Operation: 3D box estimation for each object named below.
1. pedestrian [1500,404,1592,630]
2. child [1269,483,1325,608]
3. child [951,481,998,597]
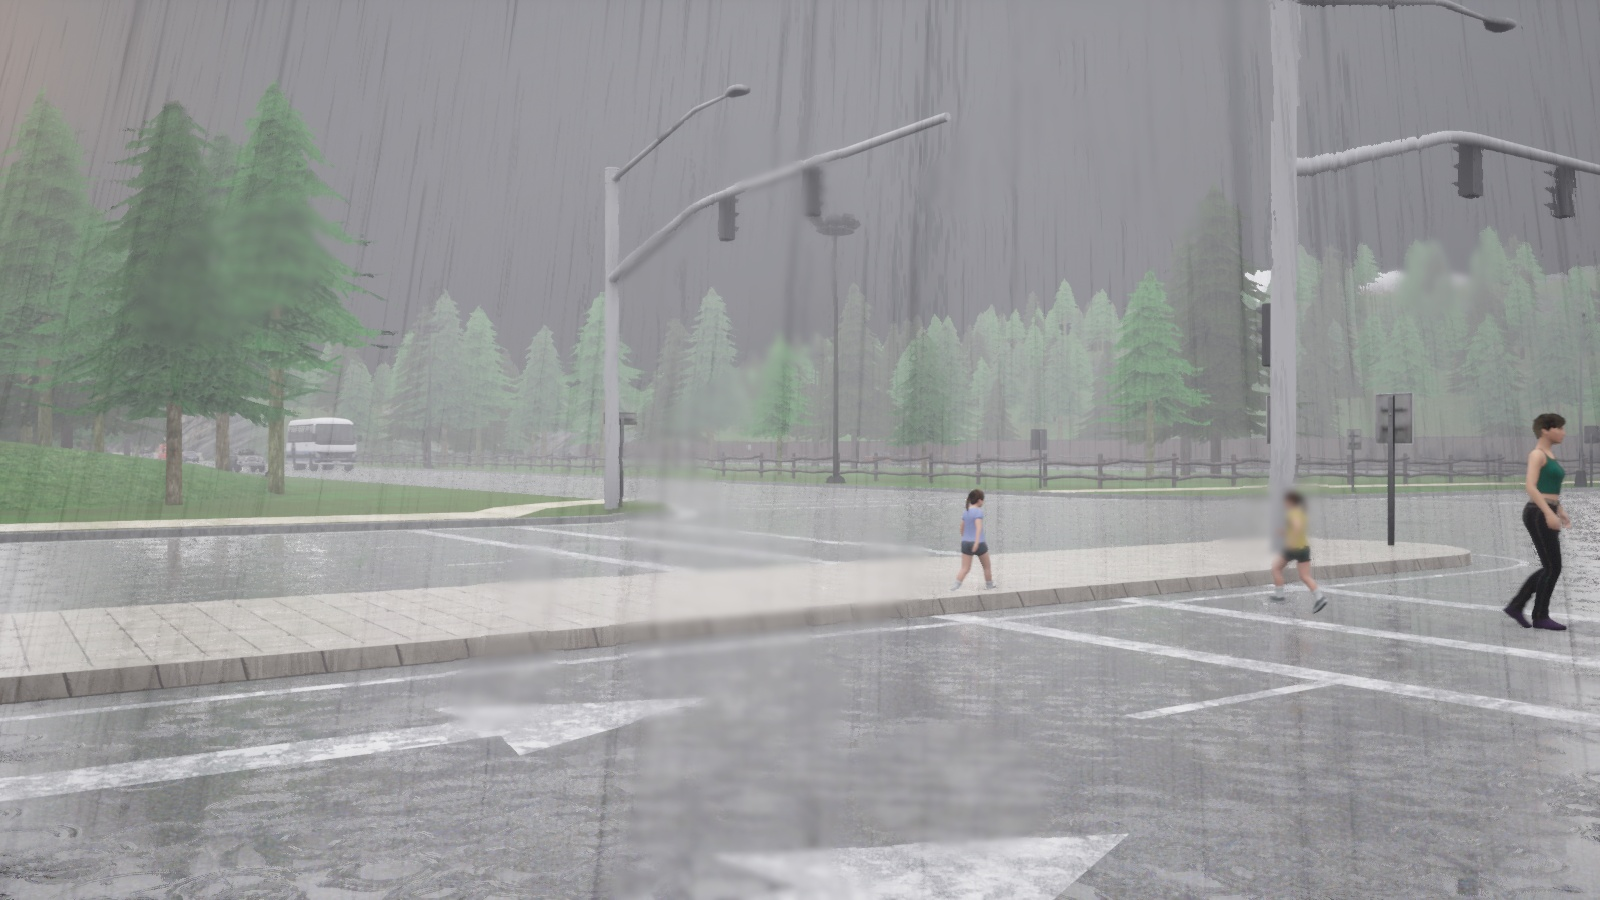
[{"bbox_3d":[6.260,0.546,10.542,0.594,1.836,0.345,0,0,45],"label":"pedestrian"},{"bbox_3d":[4.533,0.858,11.460,0.255,1.110,0.394,0,0,-30],"label":"child"},{"bbox_3d":[1.723,0.865,12.382,0.394,1.110,0.255,0,0,-37],"label":"child"}]
